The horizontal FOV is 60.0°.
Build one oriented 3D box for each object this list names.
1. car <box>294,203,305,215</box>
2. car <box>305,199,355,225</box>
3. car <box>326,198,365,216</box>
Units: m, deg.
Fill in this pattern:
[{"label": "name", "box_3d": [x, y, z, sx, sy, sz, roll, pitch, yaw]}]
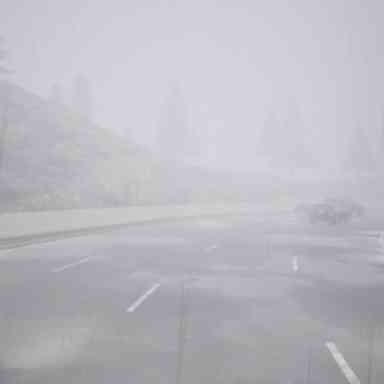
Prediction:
[{"label": "car", "box_3d": [14.187, 1.971, 39.519, 4.902, 1.511, 2.128, 0, -1, -35]}, {"label": "car", "box_3d": [11.654, 1.696, 27.901, 2.097, 1.767, 4.553, -1, -1, 42]}, {"label": "car", "box_3d": [16.818, 1.674, 36.890, 5.566, 2.045, 2.150, 0, -1, -33]}]
